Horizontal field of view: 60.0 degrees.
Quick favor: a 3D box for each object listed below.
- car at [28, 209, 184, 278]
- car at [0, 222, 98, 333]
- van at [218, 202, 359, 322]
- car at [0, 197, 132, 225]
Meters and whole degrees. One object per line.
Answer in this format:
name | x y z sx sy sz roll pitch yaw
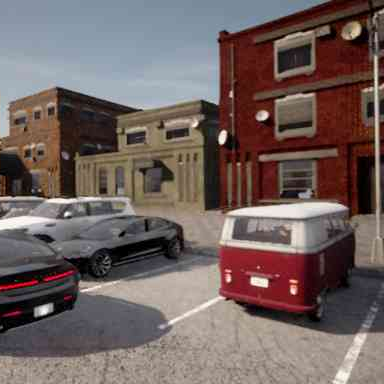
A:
car | -2.184 1.504 10.477 2.163 1.488 4.792 0 0 35
car | -4.172 1.500 6.353 4.892 1.490 1.837 0 0 36
van | 2.394 1.254 7.391 1.878 1.987 4.442 0 0 35
car | -4.428 1.217 12.078 2.435 2.045 5.566 0 0 35
